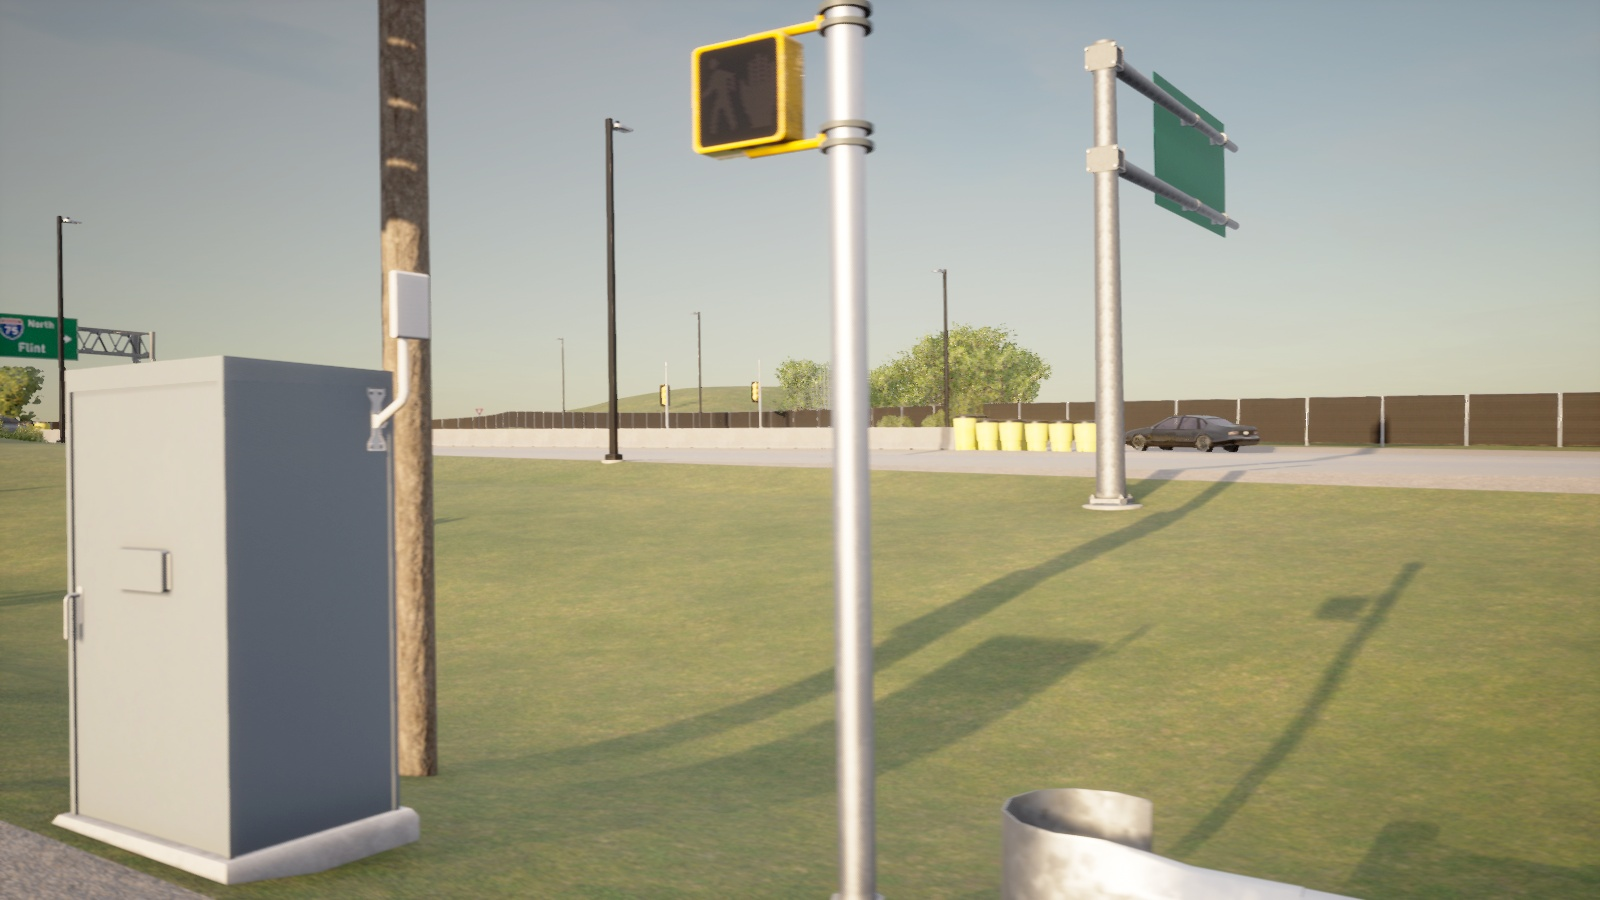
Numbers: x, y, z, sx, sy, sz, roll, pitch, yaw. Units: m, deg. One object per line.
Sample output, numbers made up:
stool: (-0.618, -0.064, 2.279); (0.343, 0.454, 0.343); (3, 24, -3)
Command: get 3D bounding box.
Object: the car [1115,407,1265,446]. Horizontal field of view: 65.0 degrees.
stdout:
car: (14.863, -0.892, 48.139); (2.033, 1.411, 5.357); (-2, 1, -36)
